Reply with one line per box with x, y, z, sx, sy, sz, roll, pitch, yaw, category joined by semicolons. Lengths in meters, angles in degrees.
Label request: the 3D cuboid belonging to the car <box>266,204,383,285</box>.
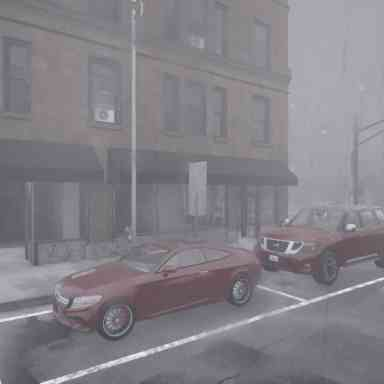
4.061;1.315;9.648;5.009;1.841;2.192;0;0;-35;car

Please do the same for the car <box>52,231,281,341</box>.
-0.441;1.582;6.447;4.206;1.307;1.802;0;0;-35;car

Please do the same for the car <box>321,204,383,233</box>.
10.339;1.530;20.122;1.812;1.442;4.674;0;0;-27;car
